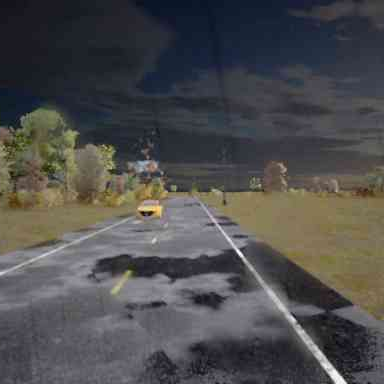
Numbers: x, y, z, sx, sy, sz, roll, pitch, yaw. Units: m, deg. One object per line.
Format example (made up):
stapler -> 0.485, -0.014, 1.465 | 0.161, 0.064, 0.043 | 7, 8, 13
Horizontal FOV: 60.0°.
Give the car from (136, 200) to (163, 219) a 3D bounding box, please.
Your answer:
car -> -3.594, 1.478, 28.893 | 1.882, 1.535, 5.008 | 0, 0, 0
